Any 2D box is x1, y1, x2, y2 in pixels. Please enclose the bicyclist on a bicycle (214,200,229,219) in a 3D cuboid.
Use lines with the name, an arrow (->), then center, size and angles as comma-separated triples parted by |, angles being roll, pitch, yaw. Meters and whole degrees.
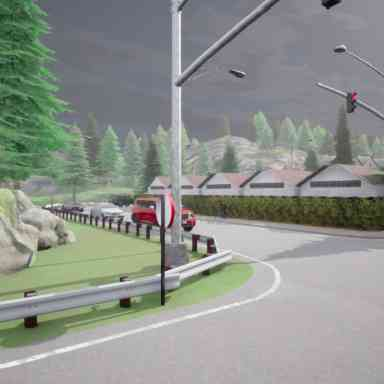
bicyclist on a bicycle -> 2.537, 1.494, 28.097 | 1.656, 1.620, 0.582 | 0, 0, -35

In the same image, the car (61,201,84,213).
car -> -14.275, 1.753, 39.614 | 1.994, 1.385, 4.181 | 0, 0, -30

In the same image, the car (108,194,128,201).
car -> -10.940, 1.398, 53.205 | 2.150, 2.045, 5.566 | 0, 0, 33

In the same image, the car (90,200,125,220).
car -> -7.621, 1.717, 29.567 | 1.812, 1.442, 4.674 | 0, 0, -35

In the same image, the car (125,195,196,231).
car -> -2.017, 1.413, 21.551 | 2.150, 2.045, 5.566 | 0, 0, -35
